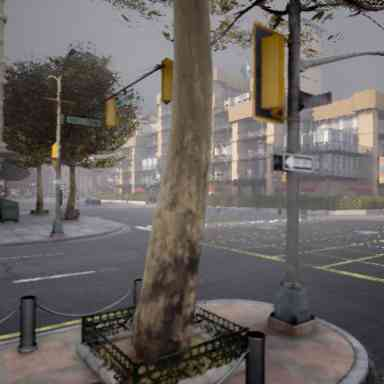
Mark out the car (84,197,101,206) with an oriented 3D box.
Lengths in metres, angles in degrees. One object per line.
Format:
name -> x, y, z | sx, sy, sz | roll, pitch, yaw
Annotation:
car -> -18.648, 1.749, 62.165 | 1.882, 1.535, 5.008 | 1, -1, -36
